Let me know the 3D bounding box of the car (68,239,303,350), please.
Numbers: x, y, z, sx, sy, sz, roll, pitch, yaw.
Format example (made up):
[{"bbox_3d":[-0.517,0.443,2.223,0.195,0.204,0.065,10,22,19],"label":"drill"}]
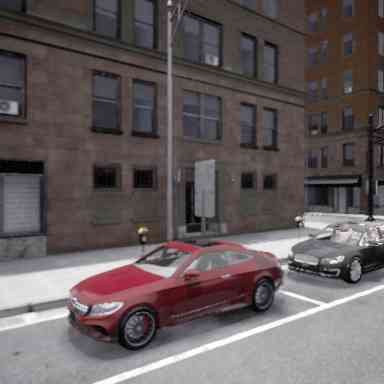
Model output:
[{"bbox_3d":[-0.064,1.578,6.144,4.206,1.307,1.802,0,0,-36],"label":"car"}]

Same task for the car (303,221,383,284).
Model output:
[{"bbox_3d":[4.560,1.541,9.445,4.403,1.369,2.008,0,0,-36],"label":"car"}]
